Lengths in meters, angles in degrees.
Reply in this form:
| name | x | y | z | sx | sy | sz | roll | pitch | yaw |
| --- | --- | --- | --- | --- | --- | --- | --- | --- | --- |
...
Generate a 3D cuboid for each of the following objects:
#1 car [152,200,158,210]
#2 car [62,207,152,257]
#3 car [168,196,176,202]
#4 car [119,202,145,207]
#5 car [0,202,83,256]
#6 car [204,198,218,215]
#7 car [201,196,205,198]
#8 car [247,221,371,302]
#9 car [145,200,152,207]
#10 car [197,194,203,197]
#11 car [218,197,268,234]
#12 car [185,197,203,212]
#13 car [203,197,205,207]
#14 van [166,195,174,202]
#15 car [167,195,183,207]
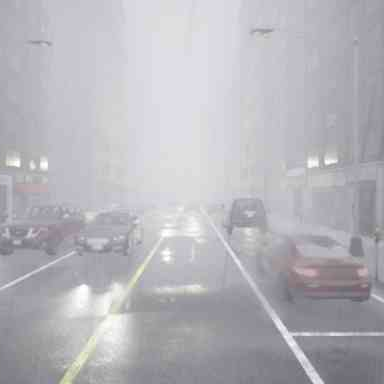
| name | x | y | z | sx | sy | sz | roll | pitch | yaw |
| --- | --- | --- | --- | --- | --- | --- | --- | --- | --- |
| car | -5.854 | 1.771 | 47.213 | 2.008 | 1.369 | 4.403 | 0 | 0 | 0 |
| car | -3.098 | 1.551 | 13.327 | 2.128 | 1.511 | 4.902 | 0 | 0 | 0 |
| car | -5.682 | 1.891 | 93.166 | 1.967 | 1.590 | 4.097 | 0 | 0 | 0 |
| car | -5.855 | 1.683 | 30.425 | 1.887 | 1.381 | 4.507 | 0 | 0 | 0 |
| car | -5.856 | 1.376 | 13.640 | 2.192 | 1.841 | 5.009 | 0 | 0 | 0 |
| car | 2.671 | 1.606 | 36.030 | 1.967 | 1.590 | 4.097 | 0 | 0 | 0 |
| car | 2.672 | 1.798 | 52.812 | 2.008 | 1.369 | 4.403 | 0 | 0 | 0 |
| car | 2.669 | 1.618 | 8.058 | 1.802 | 1.307 | 4.206 | 0 | 0 | 0 |
| car | -5.855 | 1.710 | 36.021 | 1.887 | 1.381 | 4.507 | 0 | 0 | 0 |
| car | 2.818 | 1.862 | 87.461 | 1.967 | 1.590 | 4.097 | 0 | 0 | 0 |
| car | 3.002 | 1.314 | 19.883 | 2.150 | 2.045 | 5.566 | 0 | 0 | 0 |
| car | 0.067 | 1.720 | 41.932 | 1.812 | 1.442 | 4.674 | 0 | 0 | 0 |
| car | 2.672 | 1.802 | 47.218 | 1.802 | 1.307 | 4.206 | 0 | 0 | 0 |
| van | -5.708 | 1.763 | 87.498 | 1.690 | 1.788 | 3.998 | 0 | 0 | 0 |
| car | -2.995 | 1.780 | 56.421 | 1.882 | 1.535 | 5.008 | 0 | 0 | 0 |
